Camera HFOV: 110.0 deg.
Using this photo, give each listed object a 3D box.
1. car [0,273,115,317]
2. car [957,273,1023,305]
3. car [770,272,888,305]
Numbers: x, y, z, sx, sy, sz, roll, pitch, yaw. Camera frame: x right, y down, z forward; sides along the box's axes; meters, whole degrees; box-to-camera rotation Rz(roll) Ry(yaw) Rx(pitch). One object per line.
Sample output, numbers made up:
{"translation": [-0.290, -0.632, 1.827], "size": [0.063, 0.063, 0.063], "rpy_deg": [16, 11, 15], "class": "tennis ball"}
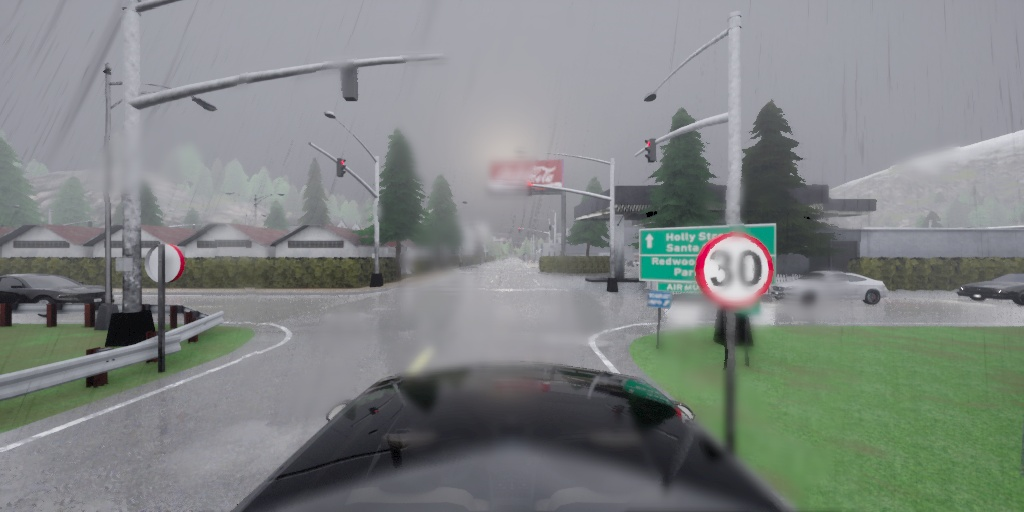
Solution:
{"translation": [-18.340, 1.419, 13.757], "size": [5.008, 1.535, 1.882], "rpy_deg": [0, 0, 1], "class": "car"}
{"translation": [24.513, 1.489, 16.797], "size": [5.357, 1.411, 2.033], "rpy_deg": [0, 0, 1], "class": "car"}
{"translation": [14.858, 1.467, 16.924], "size": [4.674, 1.442, 1.812], "rpy_deg": [0, 0, 0], "class": "car"}
